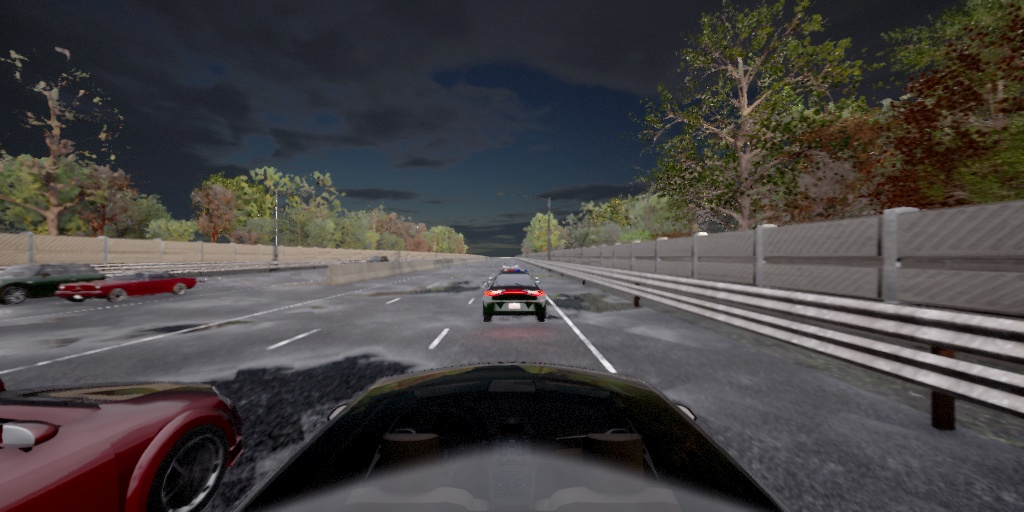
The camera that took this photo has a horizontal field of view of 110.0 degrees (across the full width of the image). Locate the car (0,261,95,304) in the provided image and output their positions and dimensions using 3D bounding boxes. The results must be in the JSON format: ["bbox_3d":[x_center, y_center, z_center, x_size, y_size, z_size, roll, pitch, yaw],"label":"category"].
[{"bbox_3d":[-21.135,1.109,15.912,2.097,1.767,4.553,0,0,-1],"label":"car"}]

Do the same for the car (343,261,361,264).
[{"bbox_3d":[-24.965,1.367,56.393,1.895,1.301,4.718,0,0,0],"label":"car"}]

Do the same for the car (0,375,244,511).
[{"bbox_3d":[-3.406,1.315,1.490,1.994,1.385,4.181,0,0,0],"label":"car"}]

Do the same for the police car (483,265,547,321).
[{"bbox_3d":[0.064,1.257,12.700,2.038,1.542,4.974,0,0,0],"label":"police car"}]

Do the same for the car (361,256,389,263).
[{"bbox_3d":[-21.480,0.987,57.350,2.150,2.045,5.566,0,0,0],"label":"car"}]

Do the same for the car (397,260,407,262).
[{"bbox_3d":[-18.001,1.330,59.476,1.994,1.385,4.181,0,0,0],"label":"car"}]

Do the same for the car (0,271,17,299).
[{"bbox_3d":[-24.625,1.358,14.809,1.895,1.301,4.718,0,0,-1],"label":"car"}]

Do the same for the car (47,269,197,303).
[{"bbox_3d":[-17.643,1.357,16.764,1.895,1.301,4.718,0,0,-1],"label":"car"}]

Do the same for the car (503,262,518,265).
[{"bbox_3d":[-0.215,1.361,44.454,1.895,1.301,4.718,0,0,-1],"label":"car"}]
